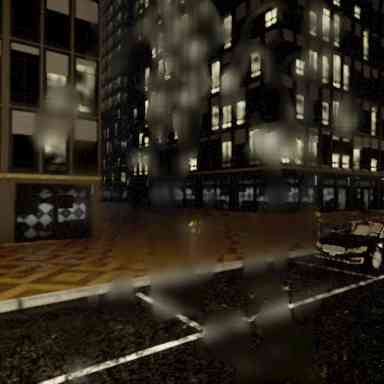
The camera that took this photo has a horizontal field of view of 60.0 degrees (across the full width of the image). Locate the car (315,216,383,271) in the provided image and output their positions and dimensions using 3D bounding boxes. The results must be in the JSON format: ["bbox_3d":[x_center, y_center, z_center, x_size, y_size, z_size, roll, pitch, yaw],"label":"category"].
[{"bbox_3d":[5.736,1.494,10.635,4.403,1.369,2.008,0,1,-35],"label":"car"}]
